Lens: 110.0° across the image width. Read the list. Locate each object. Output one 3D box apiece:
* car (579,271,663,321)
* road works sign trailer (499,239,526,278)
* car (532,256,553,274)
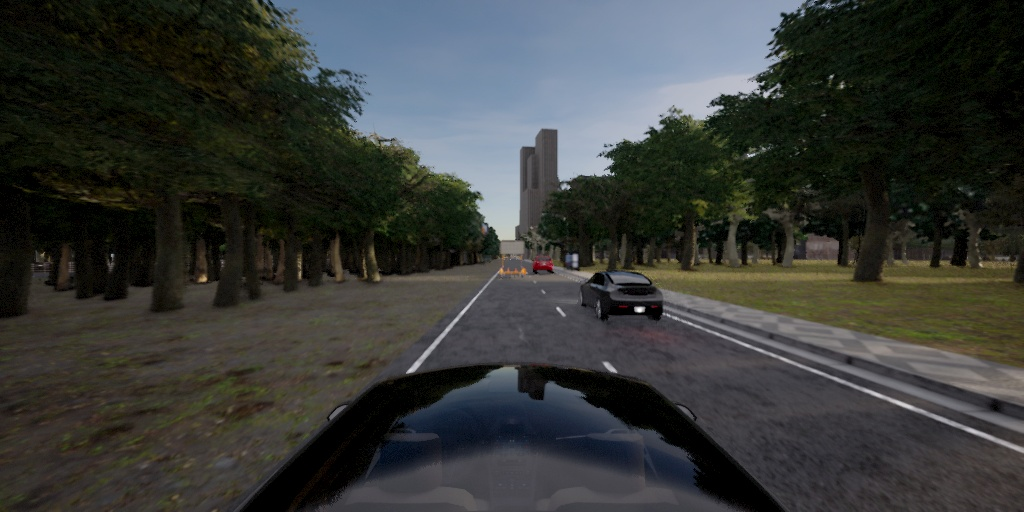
[{"bbox_3d":[3.606,1.258,12.549,1.837,1.490,4.892,0,0,0],"label":"car"},{"bbox_3d":[0.018,0.239,33.578,2.380,3.560,2.880,0,0,0],"label":"road works sign trailer"},{"bbox_3d":[3.624,1.011,43.004,2.150,2.045,5.566,0,0,0],"label":"car"}]
